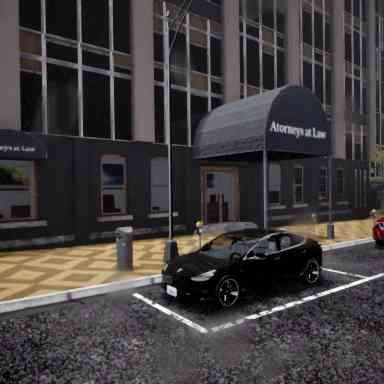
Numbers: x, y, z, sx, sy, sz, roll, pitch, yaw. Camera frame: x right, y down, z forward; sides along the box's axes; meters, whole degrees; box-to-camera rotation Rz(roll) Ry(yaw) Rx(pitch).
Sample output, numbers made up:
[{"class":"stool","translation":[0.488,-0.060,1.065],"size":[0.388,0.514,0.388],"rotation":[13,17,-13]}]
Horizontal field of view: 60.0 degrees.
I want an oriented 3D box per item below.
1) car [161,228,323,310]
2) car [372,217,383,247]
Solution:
[{"class":"car","translation":[1.342,1.564,7.824],"size":[4.313,1.339,1.947],"rotation":[0,-1,-37]},{"class":"car","translation":[9.615,1.310,14.030],"size":[5.009,1.841,2.192],"rotation":[0,-1,-37]}]
